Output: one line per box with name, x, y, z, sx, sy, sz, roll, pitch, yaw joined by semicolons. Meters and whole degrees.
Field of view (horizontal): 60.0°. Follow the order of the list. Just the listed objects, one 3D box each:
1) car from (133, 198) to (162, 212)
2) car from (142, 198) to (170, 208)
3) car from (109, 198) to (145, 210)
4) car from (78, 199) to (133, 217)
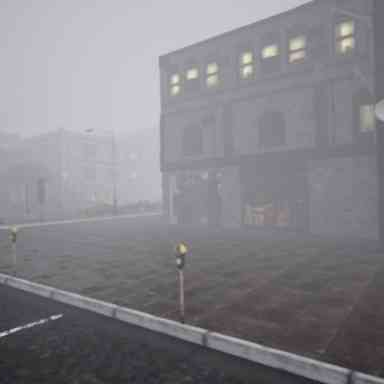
car;-4.988;1.453;35.125;2.008;1.369;4.403;-1;0;36
car;-5.246;1.607;49.004;1.802;1.307;4.206;-1;0;36
car;-8.603;1.604;44.393;1.752;1.417;4.829;-1;0;36
car;-8.144;1.478;30.789;1.752;1.417;4.829;-1;0;36
